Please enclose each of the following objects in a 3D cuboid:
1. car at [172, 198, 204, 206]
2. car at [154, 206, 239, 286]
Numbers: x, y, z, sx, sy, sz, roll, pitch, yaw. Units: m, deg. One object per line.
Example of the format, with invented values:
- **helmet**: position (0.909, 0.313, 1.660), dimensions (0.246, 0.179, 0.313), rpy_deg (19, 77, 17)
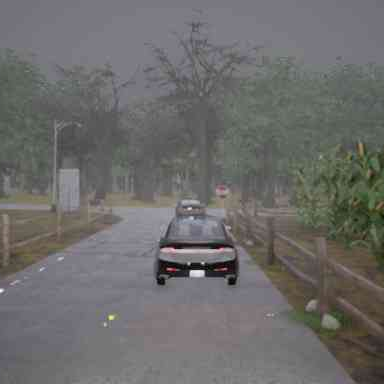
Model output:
- **car**: position (-0.207, 1.179, 21.842), dimensions (1.837, 1.490, 4.892), rpy_deg (0, 1, -4)
- **car**: position (0.100, 1.357, 8.979), dimensions (2.128, 1.511, 4.902), rpy_deg (0, 1, 0)
